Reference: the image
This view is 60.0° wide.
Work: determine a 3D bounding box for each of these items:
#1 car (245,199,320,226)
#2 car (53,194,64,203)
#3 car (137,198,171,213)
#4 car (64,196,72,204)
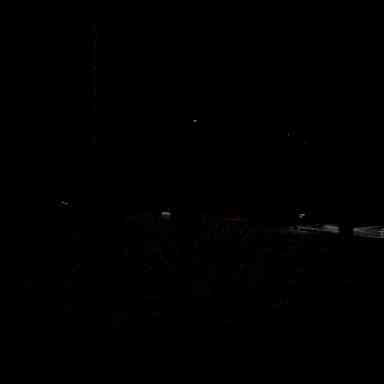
[{"bbox_3d":[5.496,1.235,20.766,1.882,1.535,5.008,0,1,-36],"label":"car"},{"bbox_3d":[-25.826,1.254,64.403,1.837,1.490,4.892,0,0,-36],"label":"car"},{"bbox_3d":[-3.724,1.293,33.598,2.033,1.411,5.357,0,0,-36],"label":"car"},{"bbox_3d":[-19.345,1.343,55.373,1.895,1.301,4.718,0,0,-36],"label":"car"}]
